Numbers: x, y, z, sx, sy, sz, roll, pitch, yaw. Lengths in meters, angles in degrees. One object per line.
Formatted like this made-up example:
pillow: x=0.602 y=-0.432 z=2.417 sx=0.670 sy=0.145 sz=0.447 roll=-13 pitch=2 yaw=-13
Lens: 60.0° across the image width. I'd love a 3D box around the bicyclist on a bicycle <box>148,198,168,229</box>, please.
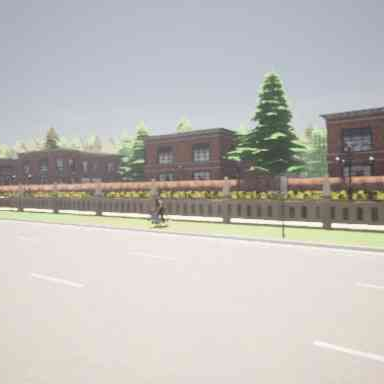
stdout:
bicyclist on a bicycle: x=-1.795 y=1.124 z=17.751 sx=0.582 sy=1.620 sz=1.656 roll=0 pitch=0 yaw=34
